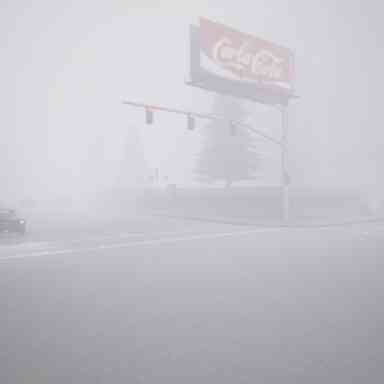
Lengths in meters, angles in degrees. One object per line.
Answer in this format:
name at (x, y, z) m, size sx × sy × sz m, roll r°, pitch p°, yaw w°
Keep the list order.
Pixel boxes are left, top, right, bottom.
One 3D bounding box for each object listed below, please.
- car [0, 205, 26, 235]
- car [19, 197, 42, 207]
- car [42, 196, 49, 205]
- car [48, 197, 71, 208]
car at (-10.362, 1.594, 18.050) m, size 1.895 × 1.301 × 4.718 m, roll 0°, pitch 0°, yaw -36°
car at (-24.919, 1.512, 50.551) m, size 2.033 × 1.411 × 5.357 m, roll 0°, pitch 0°, yaw -36°
car at (-24.288, 1.475, 55.650) m, size 1.812 × 1.442 × 4.674 m, roll 0°, pitch 0°, yaw -37°
car at (-18.954, 1.453, 48.259) m, size 1.837 × 1.490 × 4.892 m, roll 0°, pitch 0°, yaw -36°
